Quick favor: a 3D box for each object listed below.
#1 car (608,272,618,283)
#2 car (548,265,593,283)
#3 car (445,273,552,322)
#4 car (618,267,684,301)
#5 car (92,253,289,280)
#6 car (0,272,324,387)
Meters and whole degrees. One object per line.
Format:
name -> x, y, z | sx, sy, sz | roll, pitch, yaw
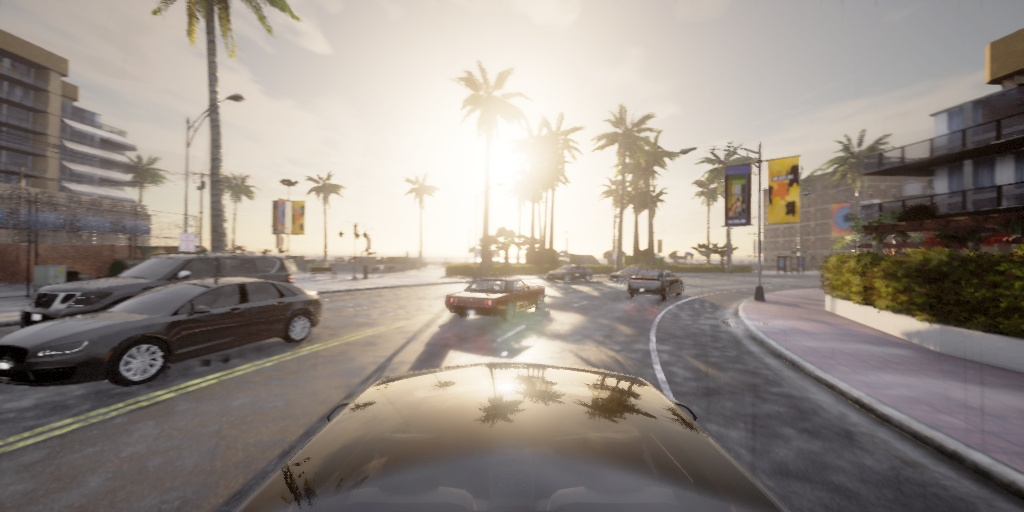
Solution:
car -> 10.856, 1.657, 31.801 | 5.357, 1.411, 2.033 | 1, -1, -36
car -> 5.127, 1.547, 31.665 | 4.892, 1.490, 1.837 | 1, -1, -40
car -> -0.312, 1.434, 12.829 | 1.895, 1.301, 4.718 | 0, -1, 24
car -> 7.785, 1.468, 19.250 | 2.128, 1.511, 4.902 | 0, -1, 38
car -> -8.953, 0.933, 10.003 | 2.150, 2.045, 5.566 | 0, 0, 17
car -> -6.080, 1.226, 7.089 | 1.837, 1.490, 4.892 | 0, 0, 15
